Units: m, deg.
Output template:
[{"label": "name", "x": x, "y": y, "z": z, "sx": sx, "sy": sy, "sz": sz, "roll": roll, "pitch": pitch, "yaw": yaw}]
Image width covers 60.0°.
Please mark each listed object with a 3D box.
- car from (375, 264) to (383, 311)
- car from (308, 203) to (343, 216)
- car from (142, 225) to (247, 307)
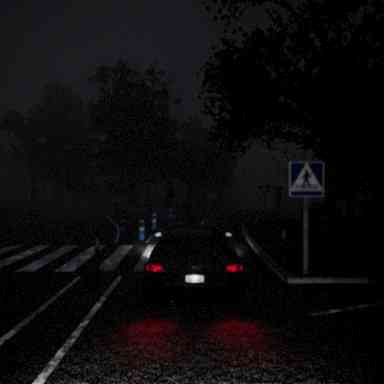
[{"label": "car", "x": 5.309, "y": 1.407, "z": 5.455, "sx": 4.892, "sy": 1.521, "sz": 2.231, "roll": 0, "pitch": 1, "yaw": -21}, {"label": "car", "x": 13.350, "y": 1.769, "z": 33.525, "sx": 4.718, "sy": 1.301, "sz": 1.895, "roll": 2, "pitch": -1, "yaw": -41}, {"label": "car", "x": 0.037, "y": 1.441, "z": 7.774, "sx": 1.994, "sy": 1.385, "sz": 4.181, "roll": 0, "pitch": 1, "yaw": 0}]
